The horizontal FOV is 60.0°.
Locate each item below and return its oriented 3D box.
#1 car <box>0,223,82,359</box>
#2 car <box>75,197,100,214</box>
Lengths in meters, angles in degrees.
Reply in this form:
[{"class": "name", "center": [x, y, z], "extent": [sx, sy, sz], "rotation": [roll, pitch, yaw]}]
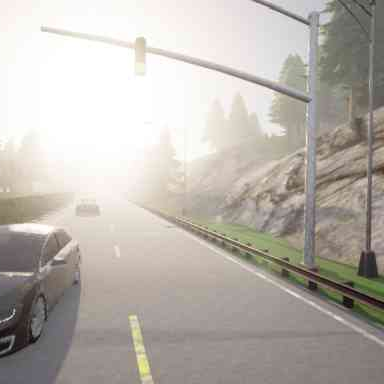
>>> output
[{"class": "car", "center": [-3.295, 1.430, 6.125], "extent": [1.837, 1.490, 4.892], "rotation": [2, 1, -8]}, {"class": "car", "center": [-9.230, 1.168, 29.612], "extent": [1.994, 1.385, 4.181], "rotation": [1, 0, -15]}]
